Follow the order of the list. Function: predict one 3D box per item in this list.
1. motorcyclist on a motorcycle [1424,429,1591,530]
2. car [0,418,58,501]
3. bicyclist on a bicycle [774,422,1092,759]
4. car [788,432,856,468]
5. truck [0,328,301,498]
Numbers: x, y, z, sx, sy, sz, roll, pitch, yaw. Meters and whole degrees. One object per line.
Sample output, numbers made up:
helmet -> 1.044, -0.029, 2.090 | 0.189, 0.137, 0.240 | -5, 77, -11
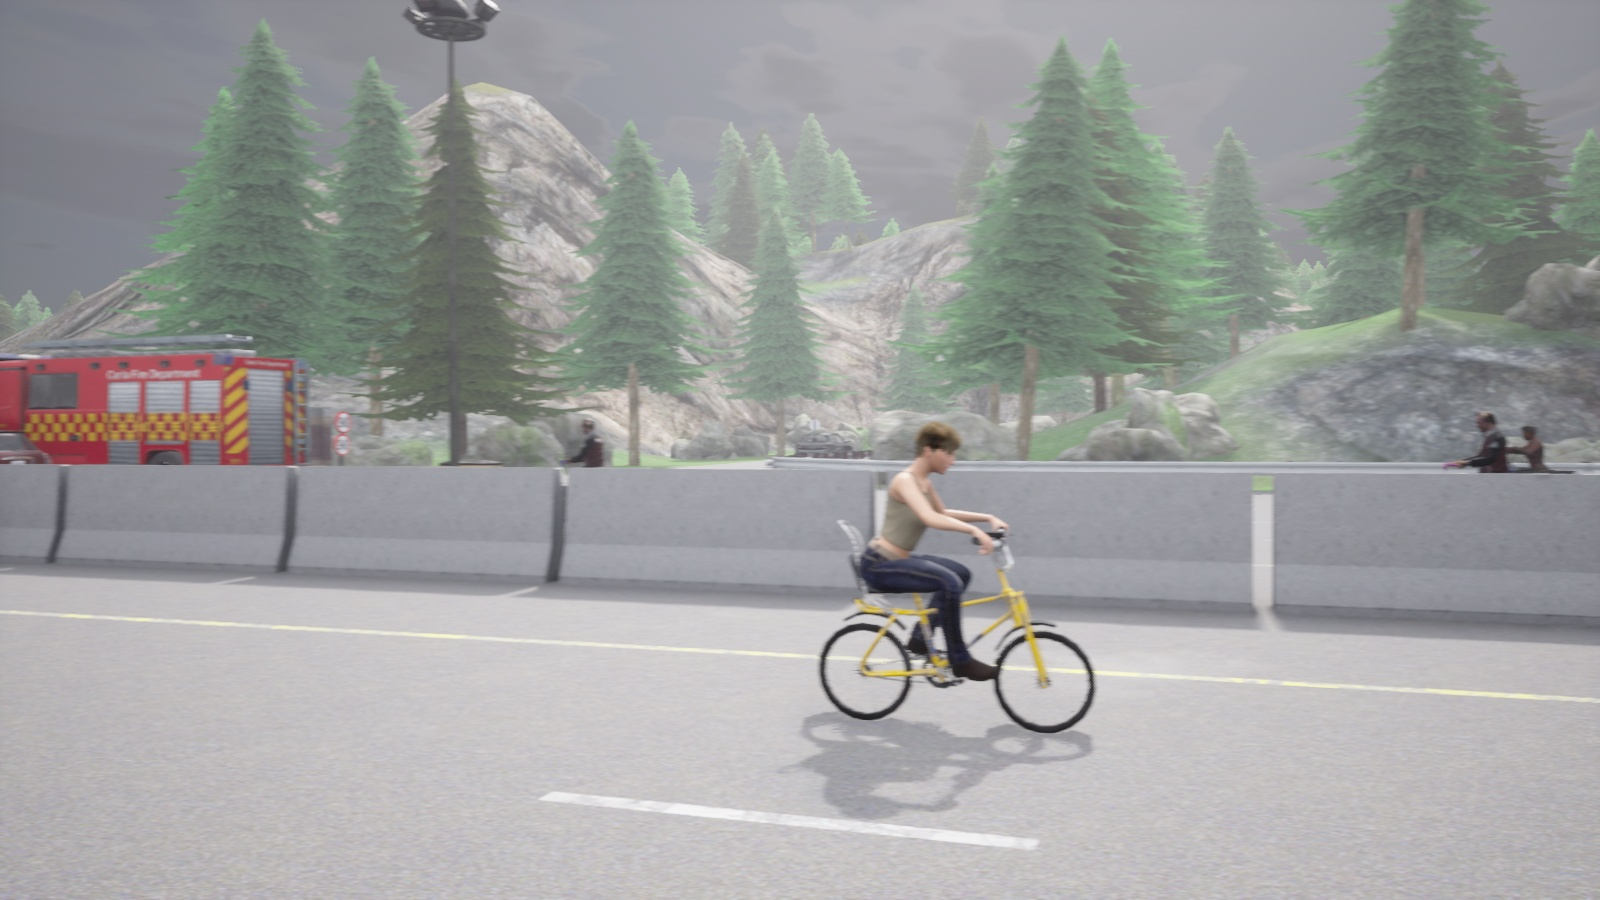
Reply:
motorcyclist on a motorcycle -> 11.965, 0.472, 21.320 | 2.350, 1.649, 0.766 | 0, 1, 19
car -> -19.221, 0.184, 28.036 | 4.553, 1.767, 2.097 | 0, 1, 18
bicyclist on a bicycle -> 0.721, 0.660, 6.640 | 1.509, 1.612, 0.866 | 0, 1, 19
car -> 0.982, -0.020, 53.952 | 1.816, 1.474, 4.193 | 0, 1, 17
truck -> -16.784, -0.878, 30.898 | 8.468, 3.827, 2.891 | 0, 1, 18
